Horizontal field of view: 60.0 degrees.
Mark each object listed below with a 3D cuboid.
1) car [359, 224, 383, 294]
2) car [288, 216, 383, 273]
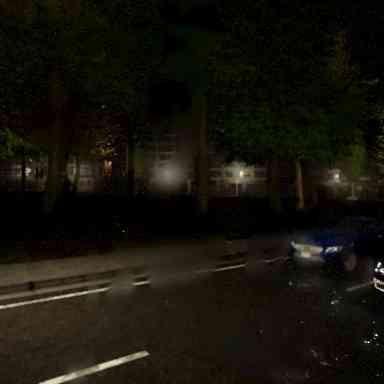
[{"bbox_3d":[6.029,1.533,7.542,4.892,1.490,1.837,0,0,-36],"label":"car"},{"bbox_3d":[5.169,1.553,10.927,4.674,1.442,1.812,0,0,-36],"label":"car"}]
